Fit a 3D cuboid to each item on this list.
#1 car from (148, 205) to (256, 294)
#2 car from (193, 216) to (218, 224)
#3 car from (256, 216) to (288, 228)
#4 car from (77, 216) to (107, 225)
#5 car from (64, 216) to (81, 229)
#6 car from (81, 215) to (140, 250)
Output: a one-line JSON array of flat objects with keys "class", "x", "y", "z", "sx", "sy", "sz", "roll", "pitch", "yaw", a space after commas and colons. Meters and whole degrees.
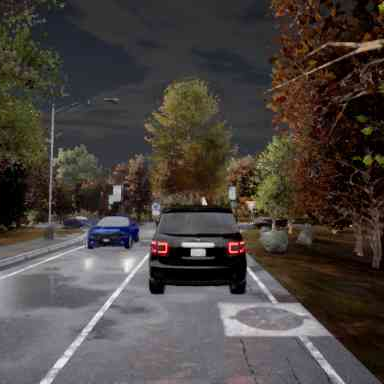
[{"class": "car", "x": 0.118, "y": 1.361, "z": 9.245, "sx": 2.150, "sy": 2.045, "sz": 5.566, "roll": 0, "pitch": -2, "yaw": 0}, {"class": "car", "x": 2.670, "y": 5.590, "z": 66.546, "sx": 4.674, "sy": 1.442, "sz": 1.812, "roll": -1, "pitch": -4, "yaw": 21}, {"class": "car", "x": 9.685, "y": 3.651, "z": 40.634, "sx": 2.033, "sy": 1.411, "sz": 5.357, "roll": -4, "pitch": -6, "yaw": 42}, {"class": "car", "x": -17.613, "y": 4.983, "z": 58.859, "sx": 2.128, "sy": 1.511, "sz": 4.902, "roll": -3, "pitch": -5, "yaw": 31}, {"class": "car", "x": -12.906, "y": 3.410, "z": 37.787, "sx": 4.674, "sy": 1.442, "sz": 1.812, "roll": -4, "pitch": -6, "yaw": 43}, {"class": "car", "x": -3.740, "y": 1.891, "z": 16.609, "sx": 1.882, "sy": 1.535, "sz": 5.008, "roll": 0, "pitch": -3, "yaw": -2}]
